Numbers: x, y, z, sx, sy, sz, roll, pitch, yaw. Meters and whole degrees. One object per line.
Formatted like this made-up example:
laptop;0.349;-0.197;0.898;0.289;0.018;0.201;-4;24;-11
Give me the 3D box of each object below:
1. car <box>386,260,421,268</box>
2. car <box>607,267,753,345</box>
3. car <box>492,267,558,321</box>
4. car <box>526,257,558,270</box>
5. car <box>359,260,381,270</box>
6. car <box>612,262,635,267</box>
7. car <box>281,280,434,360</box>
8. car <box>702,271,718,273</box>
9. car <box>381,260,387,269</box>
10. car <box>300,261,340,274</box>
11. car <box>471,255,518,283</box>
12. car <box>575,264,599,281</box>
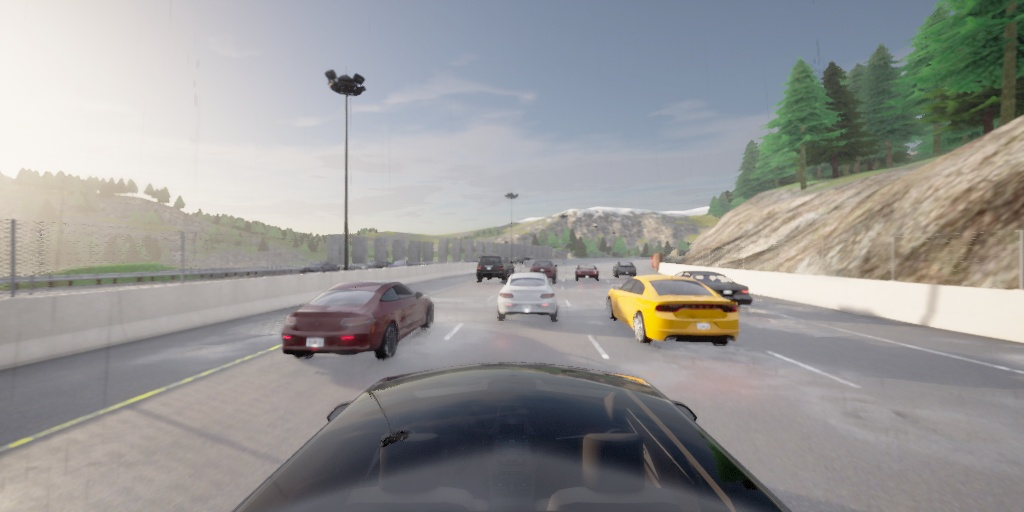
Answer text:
car;-10.493;1.320;36.638;1.895;1.301;4.718;0;0;11
car;3.898;1.235;9.567;1.882;1.535;5.008;0;0;3
car;0.573;1.275;12.364;1.812;1.442;4.674;0;0;4
car;2.697;1.102;29.819;2.097;1.767;4.553;0;0;10
car;-16.277;1.196;42.928;2.128;1.511;4.902;0;0;13
car;10.540;1.259;33.685;2.128;1.511;4.902;0;0;12
car;-3.179;1.267;8.252;1.812;1.442;4.674;0;0;2
car;7.762;1.312;15.039;2.033;1.411;5.357;0;0;5
car;-12.922;1.238;41.957;1.812;1.442;4.674;0;0;13
car;-20.722;1.259;38.835;1.994;1.385;4.181;0;0;11
car;-1.209;0.963;27.853;2.150;2.045;5.566;0;0;9
car;6.365;1.359;30.664;1.895;1.301;4.718;0;0;10
